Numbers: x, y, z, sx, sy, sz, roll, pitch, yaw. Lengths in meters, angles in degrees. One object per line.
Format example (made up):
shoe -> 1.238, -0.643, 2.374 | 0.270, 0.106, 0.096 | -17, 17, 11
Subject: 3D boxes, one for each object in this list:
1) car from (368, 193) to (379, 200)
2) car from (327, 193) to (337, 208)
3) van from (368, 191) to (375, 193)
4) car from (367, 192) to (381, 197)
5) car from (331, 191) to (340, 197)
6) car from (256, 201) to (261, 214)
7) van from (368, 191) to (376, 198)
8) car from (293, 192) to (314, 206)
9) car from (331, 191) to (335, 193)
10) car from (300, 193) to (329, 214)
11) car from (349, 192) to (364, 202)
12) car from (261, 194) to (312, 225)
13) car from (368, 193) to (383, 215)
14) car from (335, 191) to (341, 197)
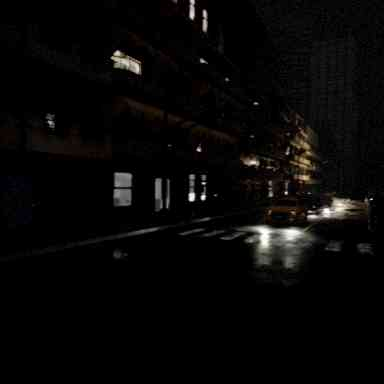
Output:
car -> 37.061, 0.891, 68.030 | 1.887, 1.381, 4.507 | 1, 1, 28
car -> 15.416, 1.078, 38.986 | 1.895, 1.301, 4.718 | 2, 1, 28
van -> 29.394, 0.826, 53.323 | 1.690, 1.788, 3.998 | 1, 1, 28
car -> 24.278, 1.131, 43.525 | 2.008, 1.369, 4.403 | 1, 1, 28
car -> 37.305, 0.537, 86.611 | 1.802, 1.307, 4.206 | 1, 1, 28
car -> 6.627, 1.072, 27.799 | 2.008, 1.369, 4.403 | 1, 1, 28
van -> 44.734, 0.551, 82.729 | 1.690, 1.788, 3.998 | 1, 1, 28
car -> 14.298, 0.815, 42.500 | 1.967, 1.590, 4.097 | 1, 1, 28
car -> 27.079, 0.719, 67.007 | 1.802, 1.307, 4.206 | 1, 1, 28
car -> 10.775, 1.112, 30.129 | 2.033, 1.411, 5.357 | 2, 1, 27
car -> 27.630, 0.745, 55.734 | 2.097, 1.767, 4.553 | 2, 1, 28
car -> 6.167, 1.132, 21.295 | 1.882, 1.535, 5.008 | 2, 1, 27
car -> 16.610, 1.167, 28.821 | 1.967, 1.590, 4.097 | 1, 1, 28
car -> 34.749, 0.552, 81.709 | 2.008, 1.369, 4.403 | 1, 1, 28
